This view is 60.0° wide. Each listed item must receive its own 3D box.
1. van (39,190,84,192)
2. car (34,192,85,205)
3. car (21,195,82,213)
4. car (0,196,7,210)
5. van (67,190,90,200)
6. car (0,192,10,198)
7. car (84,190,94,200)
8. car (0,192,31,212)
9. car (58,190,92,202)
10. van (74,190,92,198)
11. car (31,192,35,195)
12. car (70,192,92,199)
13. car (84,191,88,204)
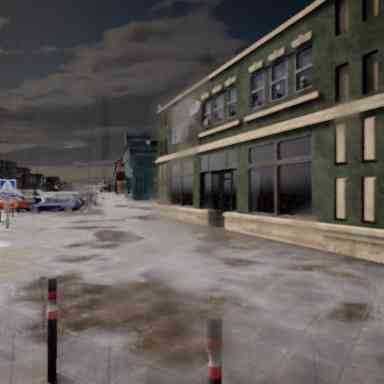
[{"bbox_3d":[-15.767,1.012,40.391,4.442,1.987,1.878,0,1,-15],"label":"van"},{"bbox_3d":[-14.863,1.141,37.624,4.553,1.767,2.185,0,1,-15],"label":"car"},{"bbox_3d":[-13.498,1.340,32.365,4.792,1.488,2.163,0,0,-15],"label":"car"},{"bbox_3d":[-16.250,1.363,25.881,2.128,1.511,4.902,0,0,-18],"label":"car"},{"bbox_3d":[-23.744,0.612,69.775,4.442,1.987,1.878,0,1,-15],"label":"van"},{"bbox_3d":[-47.880,0.662,82.066,4.892,1.521,2.231,0,1,-15],"label":"car"},{"bbox_3d":[-19.234,0.802,53.719,5.566,2.045,2.435,0,1,-15],"label":"car"},{"bbox_3d":[-19.134,1.146,35.476,2.097,1.767,4.553,0,0,-15],"label":"car"},{"bbox_3d":[-20.779,0.725,59.190,5.566,2.045,2.435,0,1,-15],"label":"car"},{"bbox_3d":[-28.111,0.438,85.864,4.442,1.987,1.878,0,1,-15],"label":"van"},{"bbox_3d":[-21.752,1.170,45.113,2.128,1.511,4.902,0,1,-15],"label":"car"},{"bbox_3d":[-25.844,0.775,77.844,4.792,1.488,2.163,0,1,-15],"label":"car"},{"bbox_3d":[-17.049,1.043,45.677,4.553,1.767,2.185,0,1,-15],"label":"car"}]
